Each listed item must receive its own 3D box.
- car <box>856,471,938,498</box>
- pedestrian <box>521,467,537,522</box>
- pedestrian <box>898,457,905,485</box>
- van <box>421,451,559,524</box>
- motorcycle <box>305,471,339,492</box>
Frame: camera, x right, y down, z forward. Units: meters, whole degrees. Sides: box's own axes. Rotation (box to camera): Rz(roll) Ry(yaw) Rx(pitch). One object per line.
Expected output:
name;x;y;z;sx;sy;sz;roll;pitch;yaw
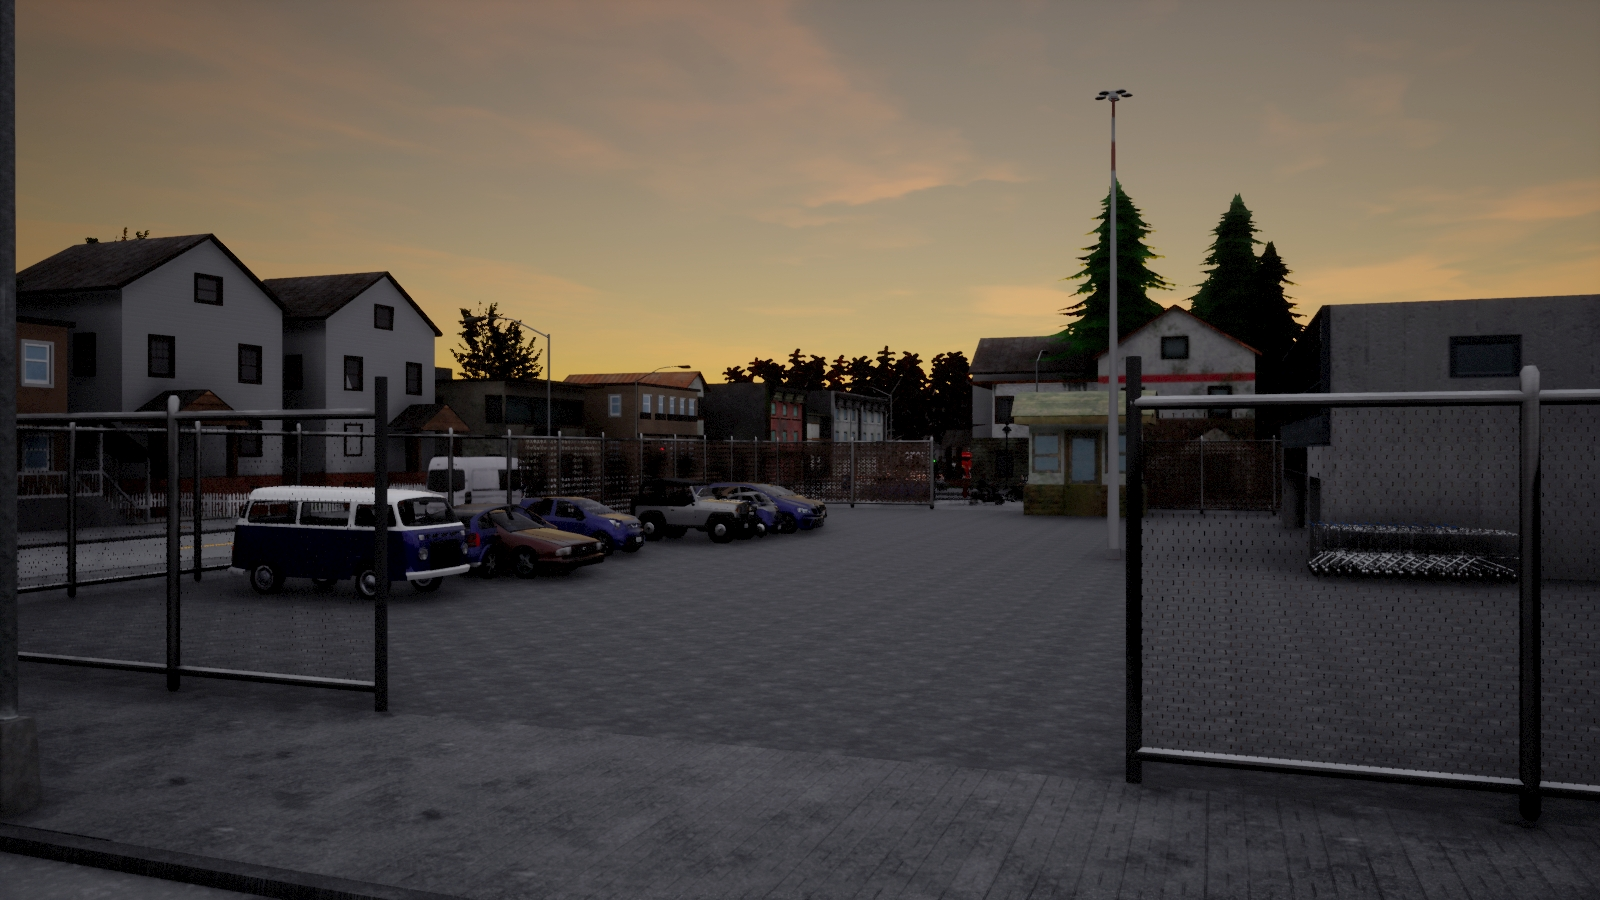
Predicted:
car;5.365;1.901;63.129;4.181;1.385;1.994;0;0;20
pedestrian;-9.329;1.529;39.364;0.375;1.860;0.375;0;0;26
pedestrian;6.740;1.403;75.918;0.375;1.860;0.375;0;0;-15
van;-11.618;1.318;43.358;1.988;2.561;5.915;0;0;20
motorcycle;-29.906;1.971;71.456;1.805;1.236;0.856;0;0;18
